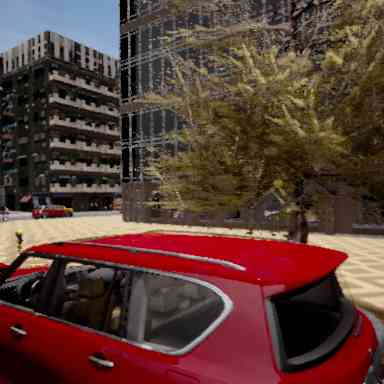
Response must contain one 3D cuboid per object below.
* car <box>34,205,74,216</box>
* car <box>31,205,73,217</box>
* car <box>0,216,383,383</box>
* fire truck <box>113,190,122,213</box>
[{"bbox_3d":[-18.593,2.464,45.063,1.752,1.417,4.829,-3,-2,35],"label":"car"},{"bbox_3d":[-14.933,2.120,35.812,1.967,1.590,4.097,-3,-2,35],"label":"car"},{"bbox_3d":[-0.806,1.344,3.461,5.009,1.841,2.192,-1,-1,35],"label":"car"},{"bbox_3d":[-8.816,1.425,54.414,2.891,3.827,8.468,-1,-2,35],"label":"fire truck"}]
